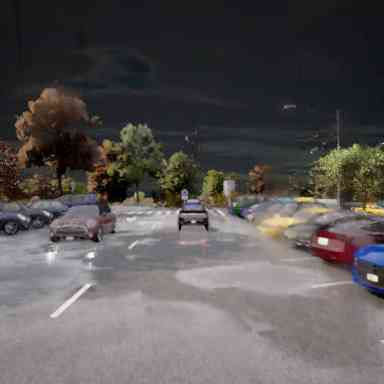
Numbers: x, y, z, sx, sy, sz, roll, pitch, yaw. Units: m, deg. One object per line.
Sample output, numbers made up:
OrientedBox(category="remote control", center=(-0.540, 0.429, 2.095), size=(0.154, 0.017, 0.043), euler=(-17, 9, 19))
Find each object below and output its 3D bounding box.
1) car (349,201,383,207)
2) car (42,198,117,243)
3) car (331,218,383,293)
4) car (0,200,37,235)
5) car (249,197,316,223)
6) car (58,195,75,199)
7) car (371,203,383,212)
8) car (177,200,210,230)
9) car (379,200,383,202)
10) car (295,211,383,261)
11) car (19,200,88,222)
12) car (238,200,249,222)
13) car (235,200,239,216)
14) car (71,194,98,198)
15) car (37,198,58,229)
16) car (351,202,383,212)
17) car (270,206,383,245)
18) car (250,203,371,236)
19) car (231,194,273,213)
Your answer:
OrientedBox(category="car", center=(22.459, 2.300, 41.019), size=(1.946, 1.575, 5.366), euler=(2, 1, -21))
OrientedBox(category="car", center=(-5.095, 1.353, 16.135), size=(2.097, 1.767, 4.553), euler=(0, 0, 0))
OrientedBox(category="car", center=(5.996, 1.488, 7.552), size=(5.008, 1.535, 2.097), euler=(1, 0, -20))
OrientedBox(category="car", center=(-10.975, 1.362, 17.594), size=(4.553, 1.767, 2.185), euler=(-1, 0, -20))
OrientedBox(category="car", center=(6.031, 1.364, 19.388), size=(4.553, 1.767, 2.185), euler=(1, 0, -20))
OrientedBox(category="car", center=(-10.921, 1.362, 23.659), size=(4.553, 1.767, 2.185), euler=(-1, 0, -20))
OrientedBox(category="car", center=(34.880, 2.756, 59.458), size=(2.163, 1.488, 4.792), euler=(2, -1, -21))
OrientedBox(category="car", center=(0.096, 1.492, 21.323), size=(2.128, 1.511, 4.902), euler=(0, 0, 0))
OrientedBox(category="car", center=(25.438, 2.154, 41.196), size=(2.435, 2.045, 5.566), euler=(2, 1, -21))
OrientedBox(category="car", center=(6.023, 1.518, 10.518), size=(4.792, 1.488, 2.163), euler=(1, 0, -20))
OrientedBox(category="car", center=(-10.957, 1.490, 26.673), size=(4.892, 1.521, 2.231), euler=(-1, 0, -20))
OrientedBox(category="car", center=(6.004, 1.490, 22.339), size=(4.892, 1.521, 2.231), euler=(1, 0, -20))
OrientedBox(category="car", center=(5.998, 1.529, 25.296), size=(4.674, 1.452, 2.002), euler=(1, 0, -20))
OrientedBox(category="car", center=(-10.975, 1.238, 29.677), size=(5.566, 2.045, 2.435), euler=(-1, 0, -20))
OrientedBox(category="car", center=(-10.982, 1.363, 20.621), size=(4.553, 1.767, 2.185), euler=(-1, 0, -20))
OrientedBox(category="car", center=(31.405, 2.620, 59.610), size=(1.946, 1.575, 5.366), euler=(2, -1, -21))
OrientedBox(category="car", center=(6.001, 1.490, 13.468), size=(4.892, 1.521, 2.231), euler=(1, 0, -20))
OrientedBox(category="car", center=(5.829, 1.483, 16.351), size=(5.366, 1.575, 1.946), euler=(1, 0, -20))
OrientedBox(category="car", center=(6.024, 1.239, 28.272), size=(5.566, 2.045, 2.435), euler=(1, 0, -20))
